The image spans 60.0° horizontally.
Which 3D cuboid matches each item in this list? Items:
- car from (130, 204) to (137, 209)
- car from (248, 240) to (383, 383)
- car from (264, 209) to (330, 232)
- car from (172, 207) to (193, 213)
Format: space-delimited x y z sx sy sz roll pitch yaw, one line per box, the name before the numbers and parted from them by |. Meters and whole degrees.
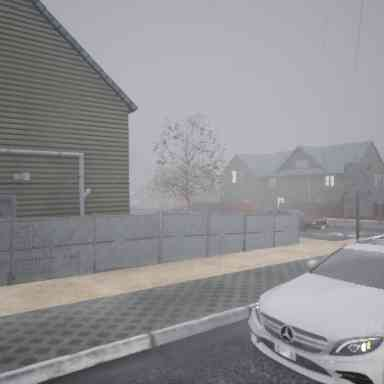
car | -10.150 2.542 51.140 1.882 1.535 5.008 -1 -1 -35
car | 2.960 1.525 5.084 4.674 1.442 1.812 0 0 -35
car | 6.586 1.878 22.792 2.033 1.411 5.357 -1 -1 -36
car | -0.976 2.201 33.321 1.994 1.385 4.181 -1 -1 -36
